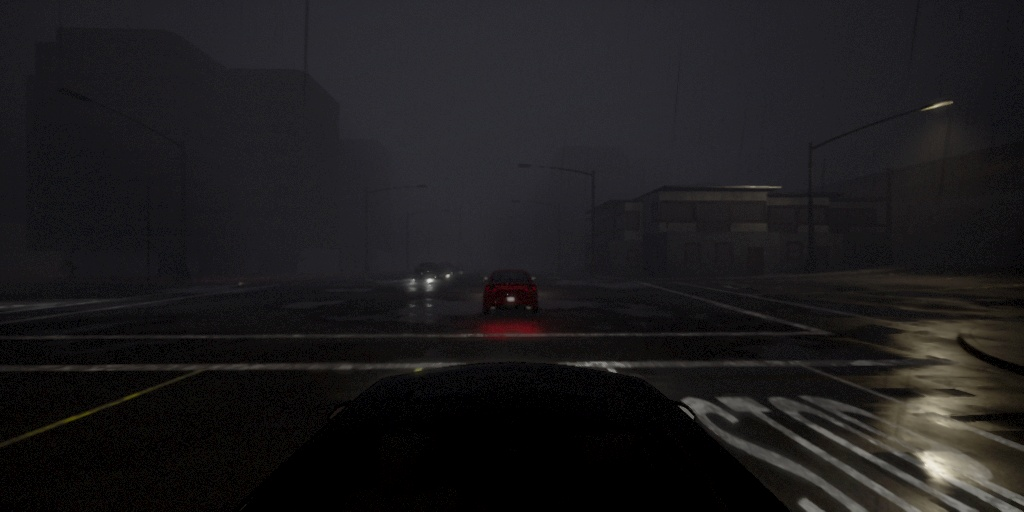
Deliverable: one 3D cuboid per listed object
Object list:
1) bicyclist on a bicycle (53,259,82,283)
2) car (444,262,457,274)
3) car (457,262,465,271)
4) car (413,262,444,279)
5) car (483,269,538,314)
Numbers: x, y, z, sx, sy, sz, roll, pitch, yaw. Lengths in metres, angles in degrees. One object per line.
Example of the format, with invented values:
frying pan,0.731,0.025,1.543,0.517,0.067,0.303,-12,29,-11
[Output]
bicyclist on a bicycle,-31.485,1.053,25.418,0.582,1.620,1.656,0,0,-1
car,-8.451,1.477,45.189,1.882,1.535,5.008,0,-1,-2
car,-9.004,1.801,60.420,1.882,1.535,5.008,0,-1,-2
car,-7.997,1.332,33.844,1.837,1.490,4.892,0,-1,-2
car,-0.086,1.231,13.902,1.882,1.535,5.008,0,0,-1
